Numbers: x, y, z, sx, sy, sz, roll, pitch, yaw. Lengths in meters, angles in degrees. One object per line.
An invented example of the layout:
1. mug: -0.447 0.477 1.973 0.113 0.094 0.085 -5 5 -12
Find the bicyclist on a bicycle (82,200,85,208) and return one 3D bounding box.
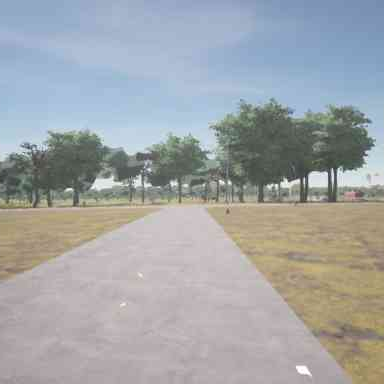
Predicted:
1. bicyclist on a bicycle: -22.614 2.570 69.669 0.582 1.620 1.656 -1 -1 0
